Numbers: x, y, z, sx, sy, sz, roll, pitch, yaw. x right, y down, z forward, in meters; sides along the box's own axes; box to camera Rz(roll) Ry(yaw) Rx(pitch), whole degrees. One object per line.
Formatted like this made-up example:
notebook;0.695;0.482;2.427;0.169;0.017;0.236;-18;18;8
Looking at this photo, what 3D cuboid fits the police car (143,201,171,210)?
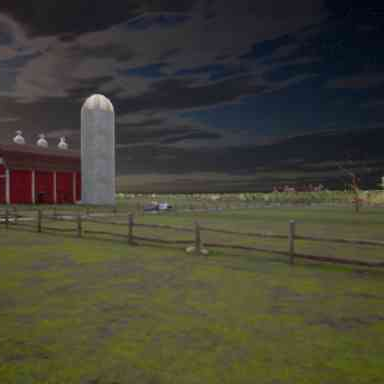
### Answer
police car;-5.482;2.165;51.528;2.038;1.542;4.974;-1;-1;35
